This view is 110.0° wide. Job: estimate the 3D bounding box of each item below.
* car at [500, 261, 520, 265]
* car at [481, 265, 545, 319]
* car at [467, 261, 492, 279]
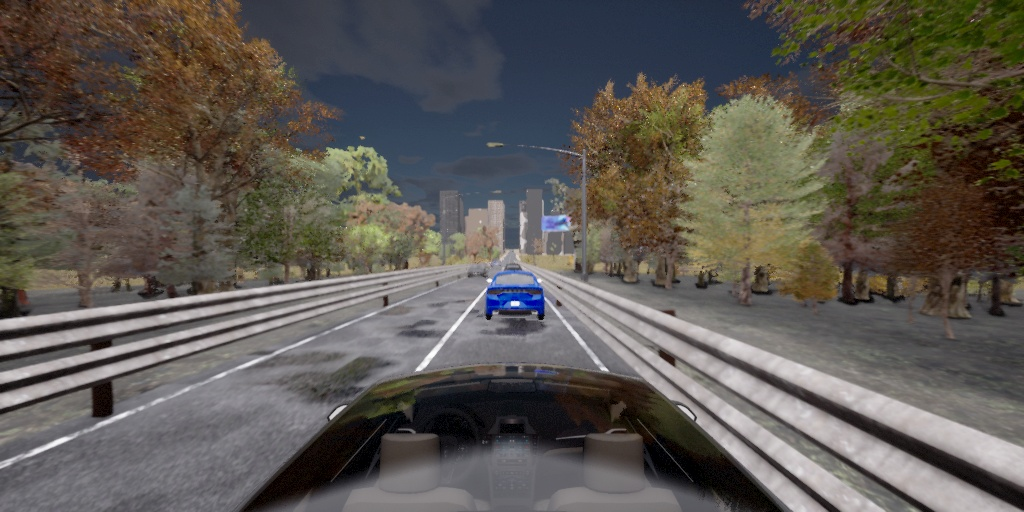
[{"bbox_3d":[0.091,1.465,33.507,1.837,1.490,4.892,0,-1,0],"label":"car"},{"bbox_3d":[0.095,1.261,12.996,1.882,1.535,5.008,0,0,0],"label":"car"},{"bbox_3d":[-3.348,1.492,36.014,1.837,1.490,4.892,0,-1,0],"label":"car"}]
